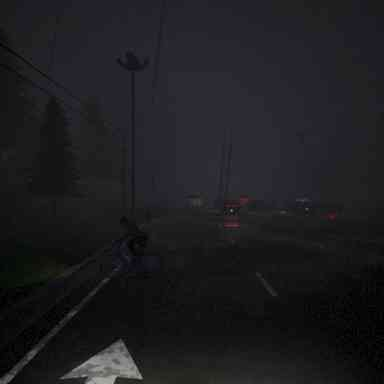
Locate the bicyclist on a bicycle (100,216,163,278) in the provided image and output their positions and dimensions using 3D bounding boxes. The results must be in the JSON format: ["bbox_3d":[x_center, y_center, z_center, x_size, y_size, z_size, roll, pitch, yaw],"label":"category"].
[{"bbox_3d":[-1.588,1.455,8.657,1.656,1.620,0.582,-2,0,0],"label":"bicyclist on a bicycle"}]

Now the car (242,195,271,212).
[{"bbox_3d":[7.323,1.478,38.320,1.882,1.535,5.008,0,0,1],"label":"car"}]

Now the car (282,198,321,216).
[{"bbox_3d":[10.791,1.564,33.182,1.994,1.385,4.181,0,0,0],"label":"car"}]

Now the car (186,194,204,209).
[{"bbox_3d":[0.356,1.221,44.641,2.150,2.045,5.566,0,0,1],"label":"car"}]

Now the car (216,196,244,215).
[{"bbox_3d":[3.797,1.505,34.069,1.837,1.490,4.892,0,0,0],"label":"car"}]

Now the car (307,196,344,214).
[{"bbox_3d":[14.305,1.492,35.320,2.128,1.511,4.902,0,0,0],"label":"car"}]

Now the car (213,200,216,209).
[{"bbox_3d":[3.836,1.547,44.430,2.033,1.411,5.357,0,0,1],"label":"car"}]

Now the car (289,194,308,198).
[{"bbox_3d":[14.355,1.221,45.568,2.150,2.045,5.566,0,0,0],"label":"car"}]

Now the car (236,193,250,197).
[{"bbox_3d":[7.364,1.221,48.333,2.150,2.045,5.566,0,0,1],"label":"car"}]

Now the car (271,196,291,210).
[{"bbox_3d":[10.831,1.547,43.266,2.033,1.411,5.357,0,0,0],"label":"car"}]
